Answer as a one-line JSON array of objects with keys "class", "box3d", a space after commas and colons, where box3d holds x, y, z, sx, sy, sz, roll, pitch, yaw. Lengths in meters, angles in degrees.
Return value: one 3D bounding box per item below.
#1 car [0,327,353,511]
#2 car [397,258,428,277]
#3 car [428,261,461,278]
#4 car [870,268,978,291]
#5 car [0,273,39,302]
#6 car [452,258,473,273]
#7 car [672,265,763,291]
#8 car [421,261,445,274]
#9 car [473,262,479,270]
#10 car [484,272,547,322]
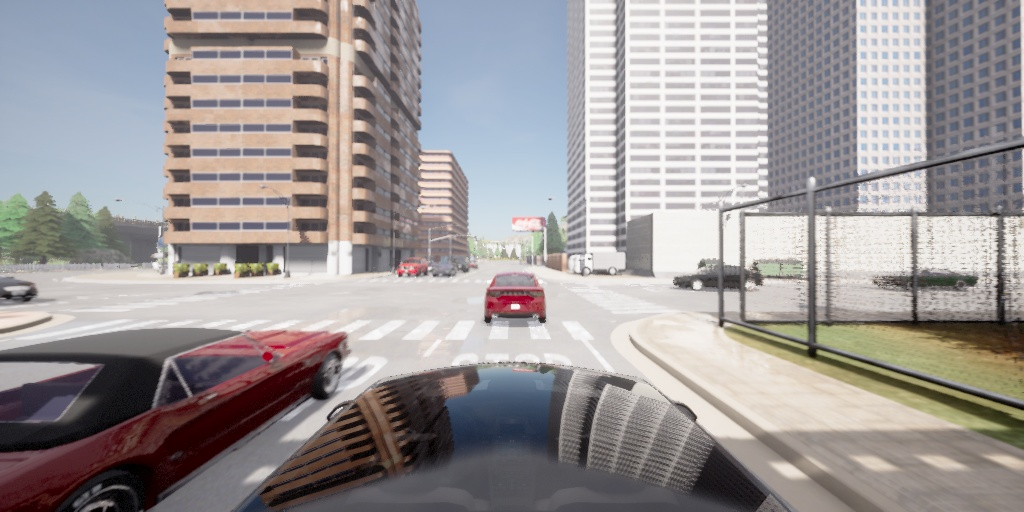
[{"class": "car", "box3d": [-3.435, 1.362, 3.542, 1.895, 1.301, 4.718, 0, 0, 0]}, {"class": "car", "box3d": [-10.590, 1.186, 38.758, 2.150, 2.045, 5.566, 0, 0, 0]}, {"class": "car", "box3d": [-7.094, 1.510, 38.321, 2.033, 1.411, 5.357, 0, 0, 0]}, {"class": "car", "box3d": [24.937, 1.411, 21.863, 4.718, 1.301, 1.895, 0, 0, 0]}, {"class": "car", "box3d": [-22.687, 1.263, 14.814, 4.902, 1.511, 2.128, 0, 0, 2]}, {"class": "car", "box3d": [-7.095, 1.242, 48.511, 2.150, 2.045, 5.566, 0, 0, 0]}, {"class": "car", "box3d": [12.424, 1.288, 21.839, 5.008, 1.535, 1.882, 0, 0, 0]}, {"class": "car", "box3d": [-10.594, 1.514, 48.605, 2.128, 1.511, 4.902, 0, 0, 0]}, {"class": "car", "box3d": [-7.017, 1.708, 63.357, 1.895, 1.301, 4.718, 0, 0, 0]}, {"class": "car", "box3d": [0.098, 1.279, 12.555, 1.882, 1.535, 5.008, 0, 0, 0]}]
